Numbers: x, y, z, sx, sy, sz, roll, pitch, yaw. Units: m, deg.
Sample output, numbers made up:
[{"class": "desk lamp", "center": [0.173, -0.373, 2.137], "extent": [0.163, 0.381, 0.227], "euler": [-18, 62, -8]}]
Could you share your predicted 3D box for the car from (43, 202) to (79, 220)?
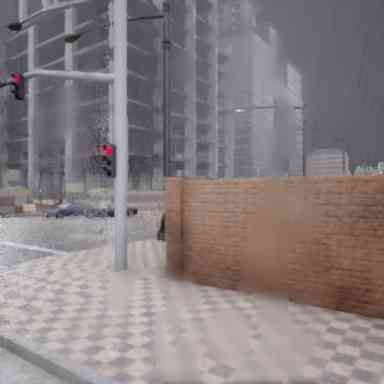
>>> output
[{"class": "car", "center": [-10.846, 1.609, 29.586], "extent": [1.812, 1.442, 4.674], "euler": [0, 0, 35]}]

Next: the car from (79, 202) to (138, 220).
[{"class": "car", "center": [-7.024, 1.673, 28.935], "extent": [1.895, 1.301, 4.718], "euler": [0, 0, 36]}]
